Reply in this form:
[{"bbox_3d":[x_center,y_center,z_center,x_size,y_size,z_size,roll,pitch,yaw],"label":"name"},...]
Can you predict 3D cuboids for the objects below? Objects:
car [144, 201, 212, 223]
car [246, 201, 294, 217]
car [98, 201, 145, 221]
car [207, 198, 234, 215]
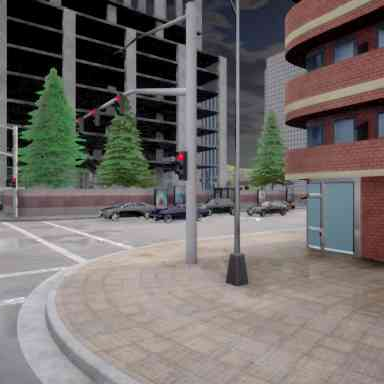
[{"bbox_3d":[-1.023,1.654,26.323,4.718,1.301,1.895,0,0,-35],"label":"car"},{"bbox_3d":[7.360,1.580,32.243,4.674,1.442,1.812,0,0,-35],"label":"car"},{"bbox_3d":[-5.285,1.545,27.596,4.902,1.511,2.128,0,0,-35],"label":"car"},{"bbox_3d":[2.202,1.405,32.889,4.553,1.767,2.097,0,0,-35],"label":"car"}]
